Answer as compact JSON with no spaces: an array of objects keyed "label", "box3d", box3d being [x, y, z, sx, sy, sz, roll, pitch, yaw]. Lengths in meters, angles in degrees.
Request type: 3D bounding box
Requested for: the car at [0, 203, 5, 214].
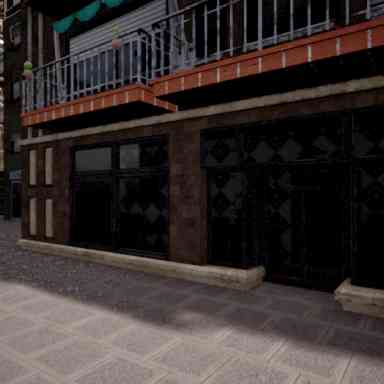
[{"label":"car","box3d":[-19.409,1.318,30.057,1.967,1.590,4.097,0,1,36]}]
